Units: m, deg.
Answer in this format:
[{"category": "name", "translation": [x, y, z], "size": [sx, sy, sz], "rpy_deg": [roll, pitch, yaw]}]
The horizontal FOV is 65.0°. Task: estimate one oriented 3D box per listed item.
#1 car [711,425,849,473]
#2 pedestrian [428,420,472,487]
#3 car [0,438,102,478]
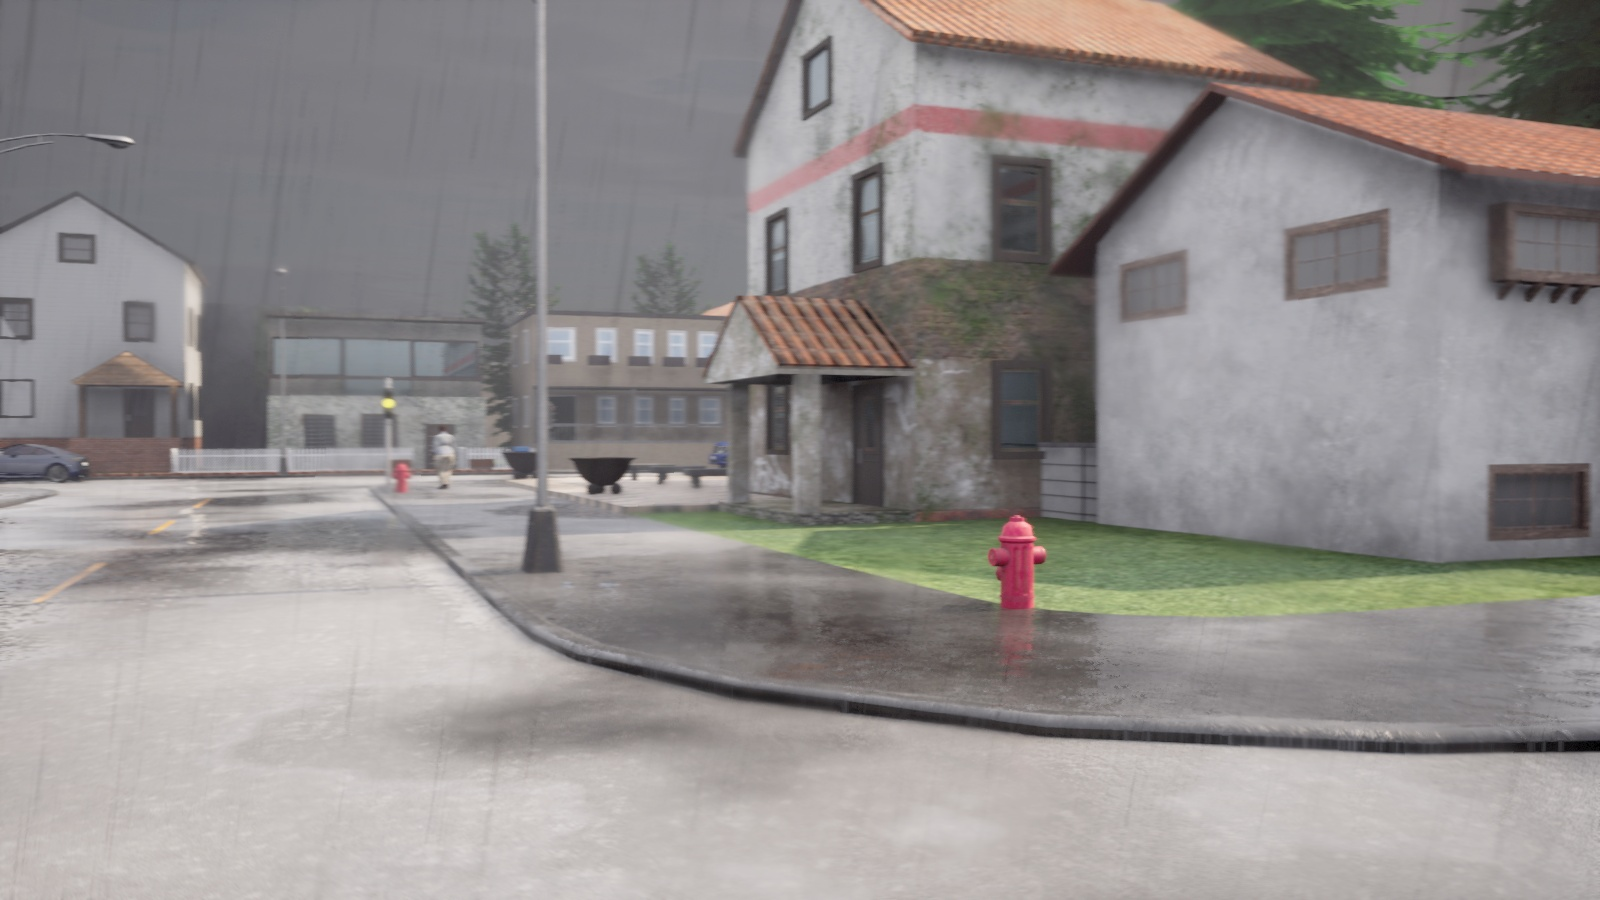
[{"category": "car", "translation": [-0.868, -0.050, 54.619], "size": [5.566, 2.045, 2.150], "rpy_deg": [0, 1, -22]}, {"category": "pedestrian", "translation": [-9.922, 0.098, 35.572], "size": [0.874, 1.855, 0.900], "rpy_deg": [0, 1, -43]}, {"category": "car", "translation": [-27.320, 0.270, 44.446], "size": [4.181, 1.385, 1.994], "rpy_deg": [0, 1, -14]}]
